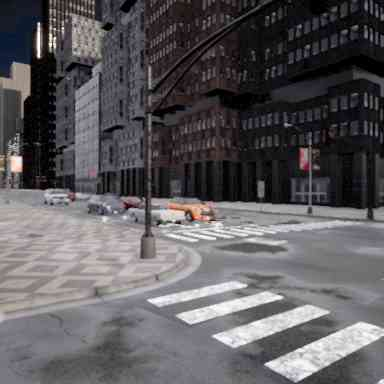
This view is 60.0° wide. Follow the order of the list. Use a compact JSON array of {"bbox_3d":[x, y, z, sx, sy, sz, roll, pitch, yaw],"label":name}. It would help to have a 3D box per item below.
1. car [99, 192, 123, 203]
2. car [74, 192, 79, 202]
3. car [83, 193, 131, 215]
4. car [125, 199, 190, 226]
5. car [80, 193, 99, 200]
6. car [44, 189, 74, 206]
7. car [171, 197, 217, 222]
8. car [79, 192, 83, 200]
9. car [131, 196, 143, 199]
[{"bbox_3d":[-13.180,0.869,53.948,2.128,1.511,4.902,0,1,-36],"label":"car"},{"bbox_3d":[-20.052,0.539,52.180,2.150,2.045,5.566,0,0,-35],"label":"car"},{"bbox_3d":[-7.555,1.038,29.124,2.097,1.767,4.553,0,1,-36],"label":"car"},{"bbox_3d":[-2.401,1.410,21.970,1.895,1.301,4.718,0,1,-36],"label":"car"},{"bbox_3d":[-19.253,0.818,62.375,1.895,1.301,4.718,0,1,-36],"label":"car"},{"bbox_3d":[-17.572,0.655,43.066,2.150,2.045,5.566,0,1,-35],"label":"car"},{"bbox_3d":[-0.131,1.165,24.391,2.097,1.767,4.553,0,1,-34],"label":"car"},{"bbox_3d":[-19.458,0.796,57.103,1.812,1.442,4.674,0,1,-35],"label":"car"},{"bbox_3d":[-5.529,1.160,31.871,1.882,1.535,5.008,0,1,-36],"label":"car"}]
